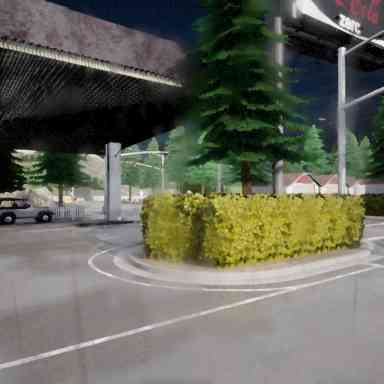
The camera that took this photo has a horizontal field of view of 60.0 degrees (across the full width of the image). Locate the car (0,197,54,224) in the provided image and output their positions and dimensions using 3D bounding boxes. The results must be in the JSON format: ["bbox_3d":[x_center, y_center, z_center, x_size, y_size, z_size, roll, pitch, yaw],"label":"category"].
[{"bbox_3d":[-11.935,1.313,23.504,3.866,1.878,1.905,0,0,-36],"label":"car"}]
